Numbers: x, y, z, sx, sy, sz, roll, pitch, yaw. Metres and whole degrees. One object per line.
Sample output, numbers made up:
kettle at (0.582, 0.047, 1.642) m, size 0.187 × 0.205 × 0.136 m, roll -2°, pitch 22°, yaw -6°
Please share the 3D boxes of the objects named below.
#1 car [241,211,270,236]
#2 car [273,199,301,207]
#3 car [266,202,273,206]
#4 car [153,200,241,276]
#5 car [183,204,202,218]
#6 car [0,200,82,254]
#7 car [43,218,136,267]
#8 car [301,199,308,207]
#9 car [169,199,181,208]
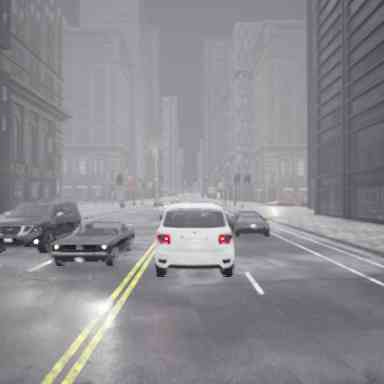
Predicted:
car at (3.324, 1.820, 20.007) m, size 1.994 × 1.385 × 4.181 m, roll 0°, pitch -1°, yaw 0°
car at (20.652, 2.671, 72.390) m, size 4.507 × 1.381 × 1.887 m, roll 1°, pitch -2°, yaw 0°
car at (20.503, 2.769, 80.917) m, size 4.829 × 1.417 × 1.752 m, roll 1°, pitch -2°, yaw 0°
car at (0.069, 1.365, 10.964) m, size 2.150 × 2.045 × 5.566 m, roll 0°, pitch 0°, yaw 0°
car at (0.060, 2.049, 36.211) m, size 1.895 × 1.301 × 4.718 m, roll 0°, pitch -1°, yaw 0°
car at (-6.615, 1.411, 14.750) m, size 2.150 × 2.045 × 5.566 m, roll 0°, pitch -1°, yaw 0°
car at (-3.363, 1.758, 12.157) m, size 1.895 × 1.301 × 4.718 m, roll 0°, pitch -1°, yaw 0°
car at (25.743, 2.511, 72.384) m, size 5.009 × 1.841 × 2.192 m, roll 1°, pitch -2°, yaw 0°
car at (-3.325, 2.260, 65.713) m, size 2.128 × 1.511 × 4.902 m, roll 0°, pitch -1°, yaw 0°
